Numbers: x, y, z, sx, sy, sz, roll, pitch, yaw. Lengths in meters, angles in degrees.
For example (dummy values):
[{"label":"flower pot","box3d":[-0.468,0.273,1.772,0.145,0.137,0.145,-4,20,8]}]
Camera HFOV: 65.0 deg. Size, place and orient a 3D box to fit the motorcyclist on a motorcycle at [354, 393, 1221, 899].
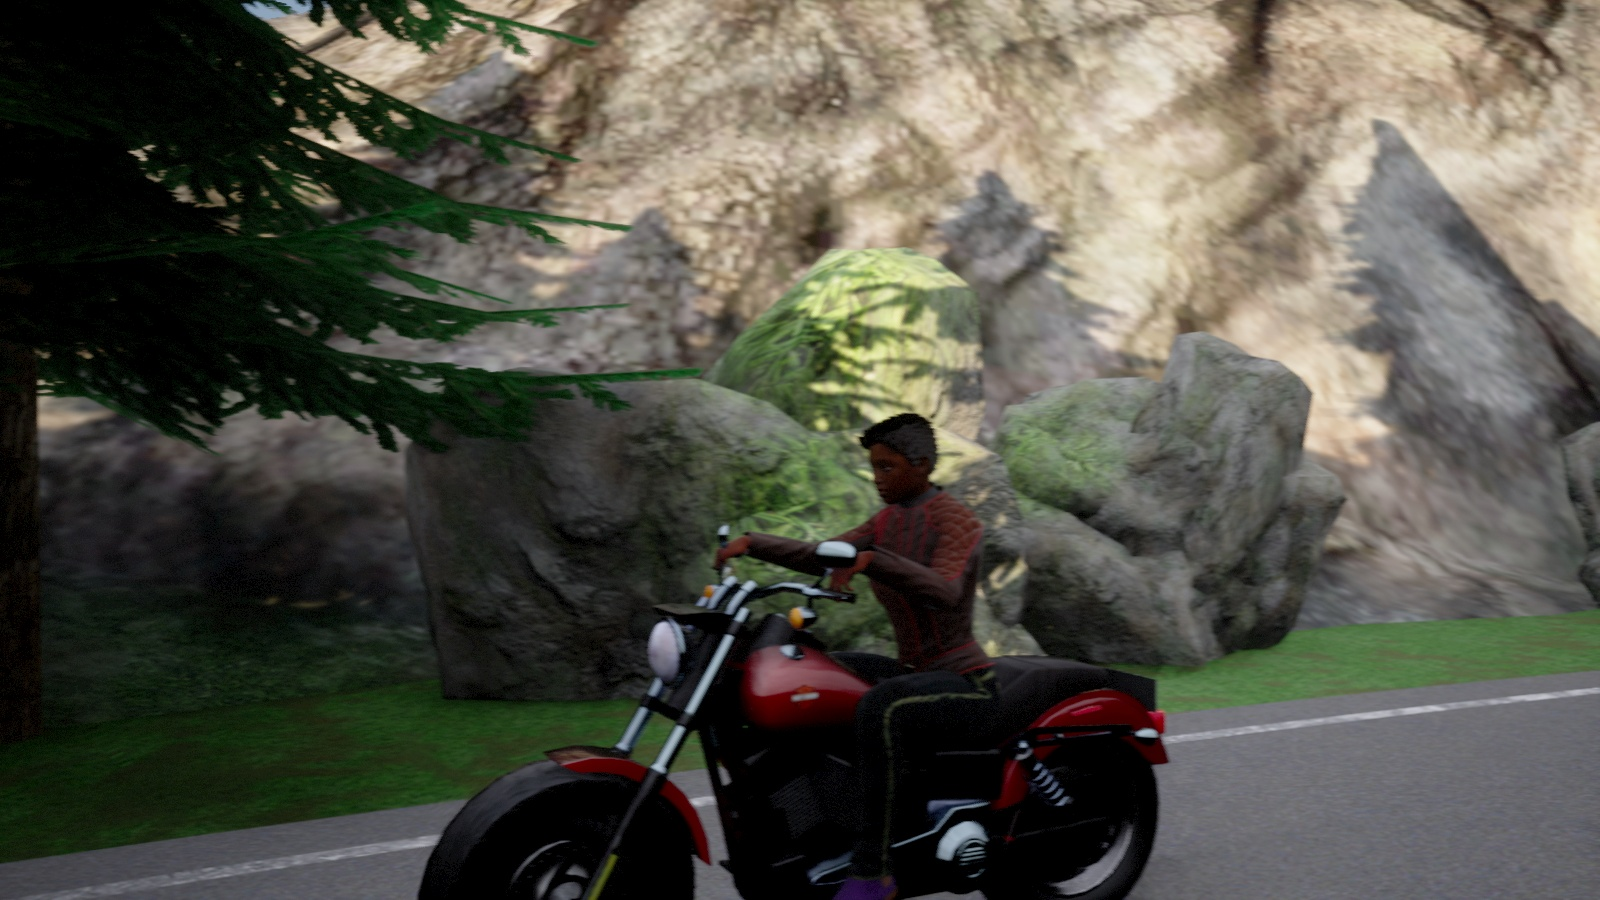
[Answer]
[{"label":"motorcyclist on a motorcycle","box3d":[0.039,0.698,3.536,2.350,1.649,0.766,0,0,-28]}]
